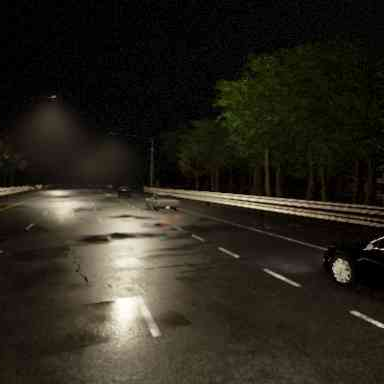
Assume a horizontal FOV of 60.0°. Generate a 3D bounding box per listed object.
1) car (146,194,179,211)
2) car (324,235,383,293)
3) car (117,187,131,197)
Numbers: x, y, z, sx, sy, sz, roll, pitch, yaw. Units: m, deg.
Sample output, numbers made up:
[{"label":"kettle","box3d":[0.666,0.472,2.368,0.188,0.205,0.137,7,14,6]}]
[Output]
[{"label":"car","box3d":[-2.575,0.836,27.796,1.895,1.301,4.718,0,2,-18]},{"label":"car","box3d":[4.601,1.393,6.164,1.837,1.490,4.892,0,2,-18]},{"label":"car","box3d":[-10.795,-0.014,52.600,2.128,1.511,4.902,0,1,-18]}]
